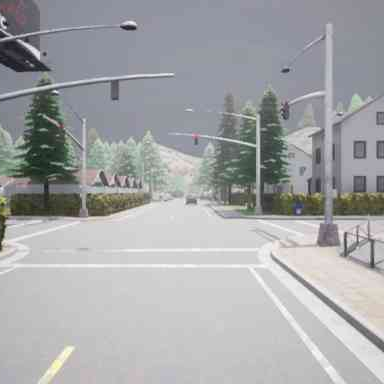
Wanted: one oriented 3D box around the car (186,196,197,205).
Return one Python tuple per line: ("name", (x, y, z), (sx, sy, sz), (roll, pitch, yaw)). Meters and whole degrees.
("car", (-0.086, 1.529, 59.225), (1.837, 1.490, 4.892), (0, 0, 0))
